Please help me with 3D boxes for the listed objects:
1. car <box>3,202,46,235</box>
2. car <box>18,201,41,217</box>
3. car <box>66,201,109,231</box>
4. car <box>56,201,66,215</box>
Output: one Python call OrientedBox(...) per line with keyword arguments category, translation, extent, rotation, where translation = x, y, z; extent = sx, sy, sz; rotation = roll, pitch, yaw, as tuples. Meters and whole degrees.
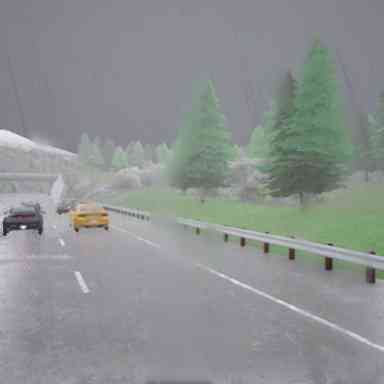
OrientedBox(category="car", translation=(-9.487, 1.513, 18.870), extent=(1.837, 1.490, 4.892), rotation=(0, 0, -25))
OrientedBox(category="car", translation=(-15.917, 1.618, 32.720), extent=(1.895, 1.301, 4.718), rotation=(0, 0, -25))
OrientedBox(category="car", translation=(-6.490, 1.486, 20.727), extent=(1.882, 1.535, 5.008), rotation=(0, 0, -25))
OrientedBox(category="car", translation=(-13.092, 1.580, 34.945), extent=(1.994, 1.385, 4.181), rotation=(0, 0, -25))
